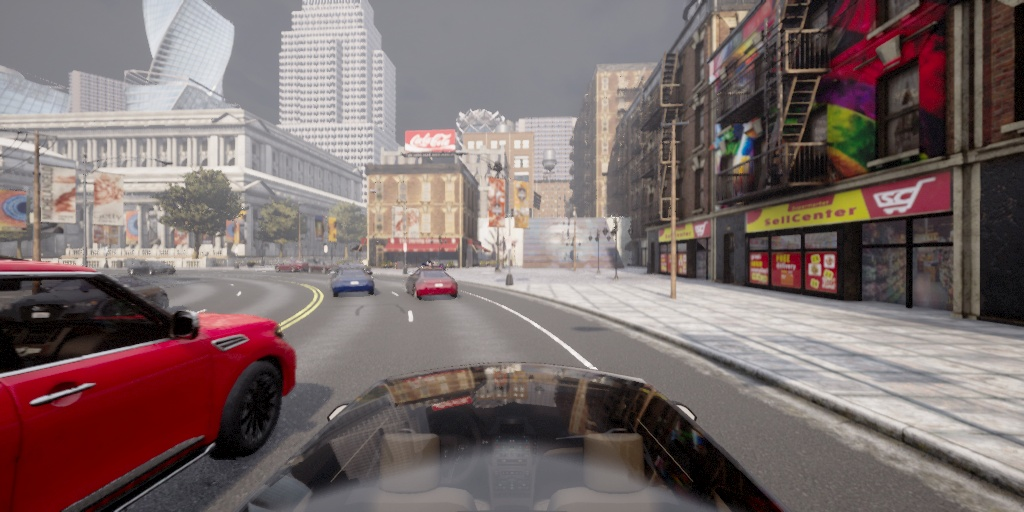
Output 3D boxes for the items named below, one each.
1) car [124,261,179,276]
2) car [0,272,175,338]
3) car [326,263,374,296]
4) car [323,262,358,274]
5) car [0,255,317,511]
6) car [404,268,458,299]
[{"bbox_3d":[-36.473,1.218,36.317,4.892,1.490,1.837,0,0,17],"label":"car"},{"bbox_3d":[-12.571,1.299,10.875,1.994,1.385,4.181,0,0,-21],"label":"car"},{"bbox_3d":[-8.720,1.286,19.348,1.994,1.385,4.181,0,0,-29],"label":"car"},{"bbox_3d":[-14.405,1.249,31.874,5.357,1.411,2.033,0,0,42],"label":"car"},{"bbox_3d":[-3.541,0.969,1.856,2.150,2.045,5.566,0,0,-2],"label":"car"},{"bbox_3d":[-4.155,1.288,18.077,1.994,1.385,4.181,0,0,-25],"label":"car"}]
